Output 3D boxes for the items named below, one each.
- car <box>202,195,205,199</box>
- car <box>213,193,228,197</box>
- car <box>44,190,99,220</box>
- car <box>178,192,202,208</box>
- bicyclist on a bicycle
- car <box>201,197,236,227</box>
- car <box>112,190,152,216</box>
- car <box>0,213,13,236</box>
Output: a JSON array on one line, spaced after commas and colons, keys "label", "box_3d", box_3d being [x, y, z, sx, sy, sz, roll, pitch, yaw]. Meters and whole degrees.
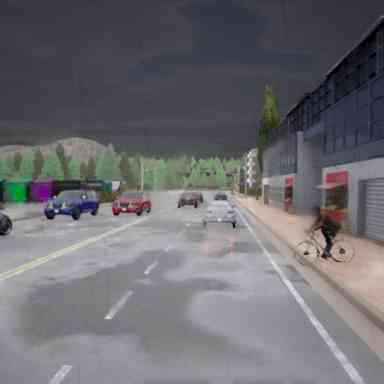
[{"label": "car", "box_3d": [0.746, 0.814, 49.704, 1.837, 1.490, 4.892, 0, 0, 5]}, {"label": "car", "box_3d": [4.034, 0.856, 47.137, 1.837, 1.490, 4.892, 0, 0, 5]}, {"label": "car", "box_3d": [-8.679, 0.860, 24.588, 2.150, 2.045, 5.566, 0, 1, 5]}, {"label": "car", "box_3d": [-0.310, 0.827, 37.649, 2.097, 1.767, 4.553, 0, 1, 5]}, {"label": "bicyclist on a bicycle", "box_3d": [3.611, 1.205, 9.153, 1.656, 1.620, 0.582, -4, 2, 5]}, {"label": "car", "box_3d": [1.706, 1.244, 20.452, 1.812, 1.442, 4.674, 0, 1, 5]}, {"label": "car", "box_3d": [-4.812, 0.907, 27.511, 2.150, 2.045, 5.566, 0, 1, 5]}, {"label": "car", "box_3d": [-9.602, 1.347, 14.063, 1.994, 1.385, 4.181, 0, 1, 5]}]
